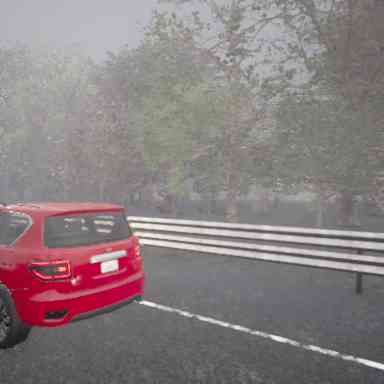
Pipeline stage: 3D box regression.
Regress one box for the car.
[{"bbox_3d":[-3.418,1.198,6.464,5.566,2.045,2.150,0,0,35],"label":"car"}]
